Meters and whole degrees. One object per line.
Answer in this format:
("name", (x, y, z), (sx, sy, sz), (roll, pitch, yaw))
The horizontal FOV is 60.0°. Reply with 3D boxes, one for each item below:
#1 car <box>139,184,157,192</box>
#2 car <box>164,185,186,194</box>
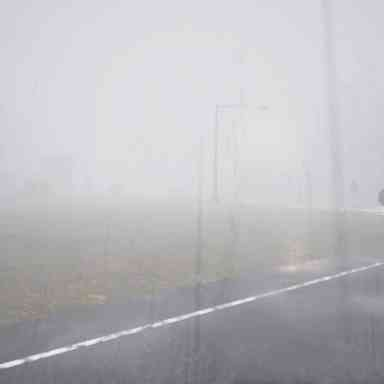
("car", (-8.859, -0.769, 66.104), (1.882, 1.535, 5.008), (0, 2, -36))
("car", (-3.031, -0.446, 57.974), (1.882, 1.535, 5.008), (0, 2, -36))
